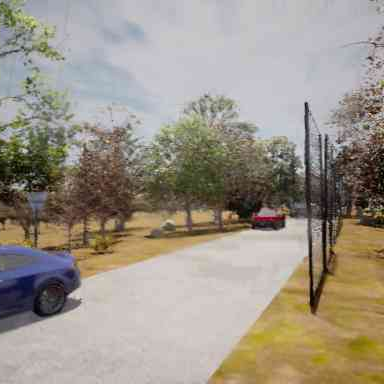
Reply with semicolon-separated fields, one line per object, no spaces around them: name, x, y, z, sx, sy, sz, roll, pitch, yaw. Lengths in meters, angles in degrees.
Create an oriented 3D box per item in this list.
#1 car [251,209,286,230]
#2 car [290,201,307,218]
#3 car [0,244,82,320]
car;6.057;2.082;26.121;1.882;1.535;5.008;-2;-2;26
car;13.902;2.203;42.241;2.150;2.045;5.566;-2;-2;26
car;-4.231;1.750;6.009;1.812;1.442;4.674;-2;-2;34
